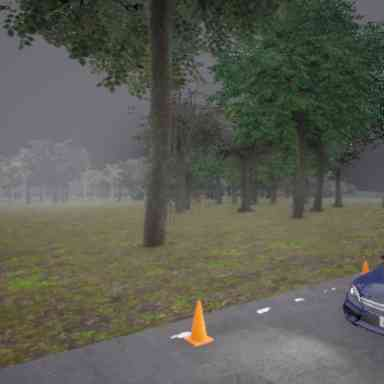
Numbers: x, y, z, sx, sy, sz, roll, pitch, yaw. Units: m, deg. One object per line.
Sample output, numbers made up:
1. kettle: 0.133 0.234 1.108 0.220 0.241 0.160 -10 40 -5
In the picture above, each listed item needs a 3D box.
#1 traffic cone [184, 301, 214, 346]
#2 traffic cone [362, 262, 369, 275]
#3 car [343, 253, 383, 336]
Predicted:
1. traffic cone: 0.110 1.963 5.084 0.340 0.580 0.340 0 0 -36
2. traffic cone: 4.178 1.969 7.991 0.340 0.580 0.340 0 0 -36
3. car: 4.596 1.537 5.838 4.674 1.442 1.812 0 0 -35
